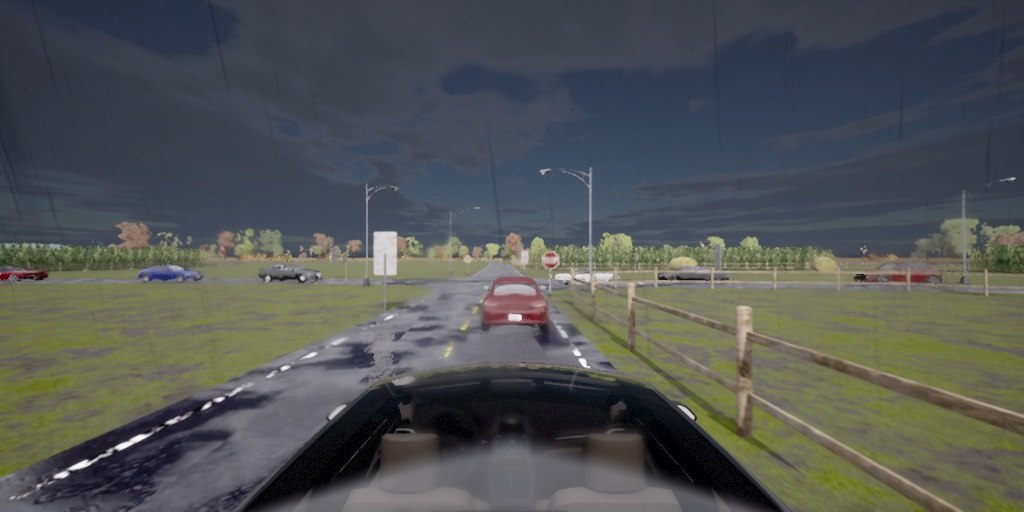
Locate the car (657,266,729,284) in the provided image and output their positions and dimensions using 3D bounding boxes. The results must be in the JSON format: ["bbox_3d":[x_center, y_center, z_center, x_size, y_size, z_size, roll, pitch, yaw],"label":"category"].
[{"bbox_3d":[14.572,1.512,29.301,5.357,1.411,2.033,0,0,10],"label":"car"}]

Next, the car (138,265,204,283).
[{"bbox_3d":[-28.772,1.484,30.285,4.674,1.442,1.812,0,0,0],"label":"car"}]

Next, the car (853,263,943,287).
[{"bbox_3d":[28.371,1.313,26.542,4.553,1.767,2.097,0,0,13],"label":"car"}]

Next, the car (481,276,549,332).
[{"bbox_3d":[0.082,1.348,10.996,1.812,1.442,4.674,0,0,0],"label":"car"}]

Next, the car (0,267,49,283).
[{"bbox_3d":[-42.302,1.553,30.118,4.718,1.301,1.895,0,0,-2],"label":"car"}]

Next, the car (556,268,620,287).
[{"bbox_3d":[5.729,1.560,26.648,4.718,1.301,1.895,0,0,-27],"label":"car"}]

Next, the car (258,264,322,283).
[{"bbox_3d":[-18.468,1.452,29.965,4.902,1.511,2.128,0,0,2],"label":"car"}]
